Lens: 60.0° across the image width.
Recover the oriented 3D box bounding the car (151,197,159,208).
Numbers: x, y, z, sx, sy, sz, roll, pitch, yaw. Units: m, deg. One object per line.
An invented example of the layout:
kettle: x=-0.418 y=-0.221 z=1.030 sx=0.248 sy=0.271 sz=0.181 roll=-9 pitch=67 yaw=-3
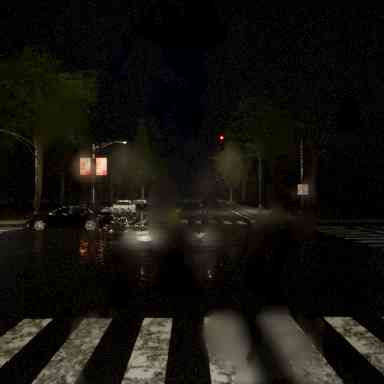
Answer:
car: x=-6.631 y=1.613 z=50.507 sx=1.812 sy=1.442 sz=4.674 roll=0 pitch=0 yaw=0

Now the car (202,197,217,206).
car: x=3.303 y=1.604 z=58.785 sx=1.882 sy=1.535 sz=5.008 roll=0 pitch=-1 yaw=0

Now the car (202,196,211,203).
car: x=3.194 y=1.715 z=72.520 sx=1.812 sy=1.442 sz=4.674 roll=0 pitch=0 yaw=0

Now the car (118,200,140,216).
car: x=-6.616 y=1.553 z=32.404 sx=1.812 sy=1.442 sz=4.674 roll=0 pitch=0 yaw=0

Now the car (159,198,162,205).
car: x=-6.606 y=1.684 z=61.160 sx=2.033 sy=1.411 sz=5.357 roll=0 pitch=0 yaw=0

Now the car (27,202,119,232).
car: x=-7.110 y=1.517 z=19.626 sx=4.892 sy=1.490 sz=1.837 roll=0 pitch=0 yaw=0

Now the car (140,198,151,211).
car: x=-6.622 y=1.650 z=41.415 sx=1.895 sy=1.301 sz=4.718 roll=0 pitch=0 yaw=0
